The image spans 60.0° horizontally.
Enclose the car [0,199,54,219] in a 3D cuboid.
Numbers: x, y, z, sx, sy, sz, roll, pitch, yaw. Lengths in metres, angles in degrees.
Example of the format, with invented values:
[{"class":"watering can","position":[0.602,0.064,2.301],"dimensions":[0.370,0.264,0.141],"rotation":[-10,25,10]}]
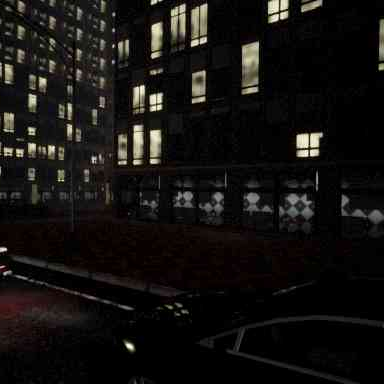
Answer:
[{"class":"car","position":[-15.635,1.519,30.546],"dimensions":[2.192,1.841,5.009],"rotation":[1,0,36]}]

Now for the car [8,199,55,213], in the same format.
[{"class":"car","position":[-19.144,1.643,39.917],"dimensions":[1.752,1.417,4.829],"rotation":[1,0,36]}]

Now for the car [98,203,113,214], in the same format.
[{"class":"car","position":[-8.848,1.830,39.766],"dimensions":[1.752,1.417,4.829],"rotation":[1,0,36]}]

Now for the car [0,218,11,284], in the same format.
[{"class":"car","position":[-6.346,1.487,8.185],"dimensions":[4.902,1.511,2.128],"rotation":[0,0,36]}]

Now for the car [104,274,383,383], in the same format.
[{"class":"car","position":[1.335,1.491,2.728],"dimensions":[4.902,1.511,2.128],"rotation":[0,0,35]}]
